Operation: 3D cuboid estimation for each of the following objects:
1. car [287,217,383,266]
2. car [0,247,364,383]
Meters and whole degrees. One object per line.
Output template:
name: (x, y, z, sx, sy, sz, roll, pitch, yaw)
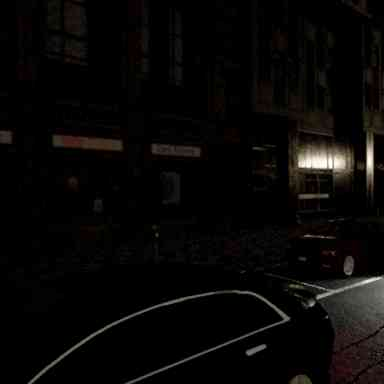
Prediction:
car: (4.724, 1.495, 10.041, 4.507, 1.381, 1.887, 0, 0, -36)
car: (-0.727, 1.502, 2.857, 4.892, 1.490, 1.837, 0, 0, -36)
